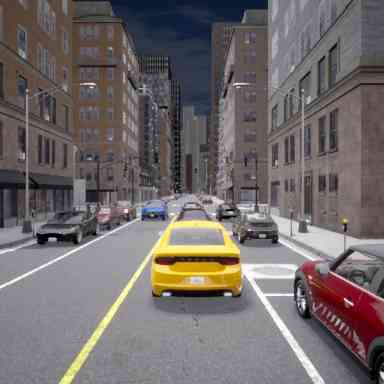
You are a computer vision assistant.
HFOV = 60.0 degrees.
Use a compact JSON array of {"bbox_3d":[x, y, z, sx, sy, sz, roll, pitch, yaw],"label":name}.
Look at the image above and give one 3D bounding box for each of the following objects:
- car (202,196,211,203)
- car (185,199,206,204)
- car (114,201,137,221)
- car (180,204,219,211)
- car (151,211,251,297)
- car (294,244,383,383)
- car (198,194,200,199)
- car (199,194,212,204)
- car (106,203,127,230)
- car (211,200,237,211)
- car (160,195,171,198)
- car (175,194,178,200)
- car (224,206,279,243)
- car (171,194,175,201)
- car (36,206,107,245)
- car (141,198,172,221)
[{"bbox_3d":[2.930,1.579,69.357,1.752,1.417,4.829,0,0,0],"label":"car"},{"bbox_3d":[0.011,1.529,26.416,1.812,1.442,4.674,0,0,2],"label":"car"},{"bbox_3d":[-5.658,1.443,26.691,1.967,1.590,4.097,0,0,0],"label":"car"},{"bbox_3d":[0.114,1.565,17.605,1.994,1.385,4.181,0,0,0],"label":"car"},{"bbox_3d":[0.098,1.478,8.612,1.882,1.535,5.008,0,0,0],"label":"car"},{"bbox_3d":[2.858,1.440,4.682,1.967,1.590,4.097,0,0,0],"label":"car"},{"bbox_3d":[2.942,1.615,74.595,2.008,1.369,4.403,0,0,0],"label":"car"},{"bbox_3d":[2.917,1.483,63.778,1.967,1.590,4.097,0,0,0],"label":"car"},{"bbox_3d":[-5.661,1.584,21.190,1.802,1.307,4.206,0,0,0],"label":"car"},{"bbox_3d":[2.867,1.569,26.687,1.947,1.339,4.313,0,0,0],"label":"car"},{"bbox_3d":[-5.607,1.625,63.794,1.802,1.307,4.206,0,0,0],"label":"car"},{"bbox_3d":[-5.547,1.637,90.667,1.752,1.417,4.829,0,0,0],"label":"car"},{"bbox_3d":[2.862,1.552,15.685,2.008,1.369,4.403,0,0,0],"label":"car"},{"bbox_3d":[-5.582,1.615,74.611,2.008,1.369,4.403,0,0,0],"label":"car"},{"bbox_3d":[-5.663,1.567,15.688,1.947,1.339,4.313,0,0,0],"label":"car"},{"bbox_3d":[-2.988,1.492,27.409,1.882,1.535,5.008,0,0,0],"label":"car"}]
